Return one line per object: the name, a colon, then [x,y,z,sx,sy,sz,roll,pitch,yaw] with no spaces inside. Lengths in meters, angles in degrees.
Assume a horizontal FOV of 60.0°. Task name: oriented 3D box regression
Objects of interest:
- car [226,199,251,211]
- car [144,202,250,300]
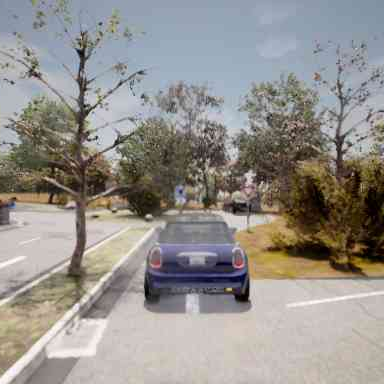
car: [4.534,1.433,34.775,1.882,1.535,5.008,1,0,-11]
car: [0.105,1.298,8.399,2.097,1.767,4.553,0,1,0]
